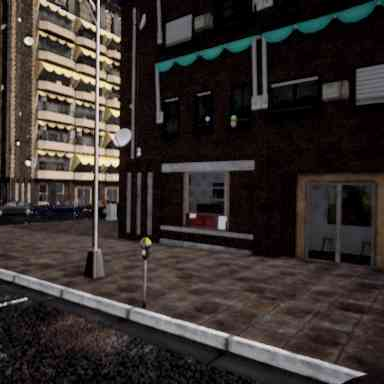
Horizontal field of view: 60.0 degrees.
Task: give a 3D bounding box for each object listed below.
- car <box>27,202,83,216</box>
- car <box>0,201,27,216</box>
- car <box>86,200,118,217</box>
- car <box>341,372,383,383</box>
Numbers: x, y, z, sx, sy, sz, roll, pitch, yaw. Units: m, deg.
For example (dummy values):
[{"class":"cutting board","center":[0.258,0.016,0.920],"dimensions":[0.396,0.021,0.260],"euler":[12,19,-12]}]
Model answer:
[{"class":"car","center":[-13.411,1.663,33.276],"dimensions":[1.895,1.301,4.718],"euler":[1,0,36]},{"class":"car","center":[-17.466,1.535,32.143],"dimensions":[2.008,1.369,4.403],"euler":[1,0,36]},{"class":"car","center":[-7.443,1.758,31.616],"dimensions":[1.947,1.339,4.313],"euler":[1,0,36]},{"class":"car","center":[2.656,1.556,1.120],"dimensions":[4.403,1.369,2.008],"euler":[0,1,36]}]
